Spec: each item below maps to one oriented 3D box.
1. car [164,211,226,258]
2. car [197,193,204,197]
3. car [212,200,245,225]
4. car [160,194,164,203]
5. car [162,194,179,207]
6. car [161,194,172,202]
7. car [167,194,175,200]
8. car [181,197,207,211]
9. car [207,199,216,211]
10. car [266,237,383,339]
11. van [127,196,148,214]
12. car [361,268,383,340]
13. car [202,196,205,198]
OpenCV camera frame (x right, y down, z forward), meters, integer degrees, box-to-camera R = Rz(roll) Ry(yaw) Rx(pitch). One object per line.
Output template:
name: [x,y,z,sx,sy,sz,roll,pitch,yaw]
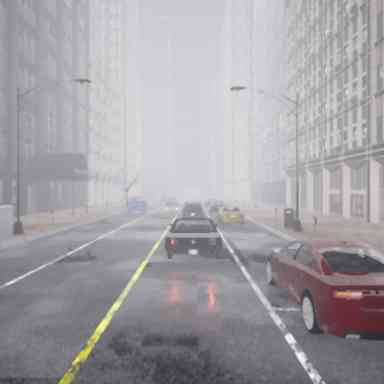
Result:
car: [0.066,1.608,12.765,1.895,1.301,4.718,0,0,0]
car: [2.378,1.425,86.807,1.801,1.575,5.366,0,0,0]
car: [2.694,1.535,23.873,1.752,1.417,4.829,0,0,0]
car: [-5.671,1.535,69.296,1.887,1.381,4.507,0,0,0]
car: [-3.065,1.481,51.114,1.882,1.535,5.008,0,0,0]
car: [-5.670,1.299,74.994,2.192,1.841,5.009,0,0,0]
car: [-5.663,1.399,92.089,1.967,1.590,4.097,0,0,0]
car: [0.079,1.517,29.265,1.837,1.490,4.892,0,0,0]
car: [2.698,1.575,35.100,1.947,1.339,4.313,0,0,0]
car: [2.688,1.549,6.608,1.887,1.381,4.507,0,0,0]
van: [-5.684,1.350,35.107,1.690,1.788,3.998,0,0,0]
car: [2.686,1.526,1.079,1.752,1.417,4.829,0,0,0]
car: [2.702,1.571,46.496,1.947,1.339,4.313,0,0,0]
